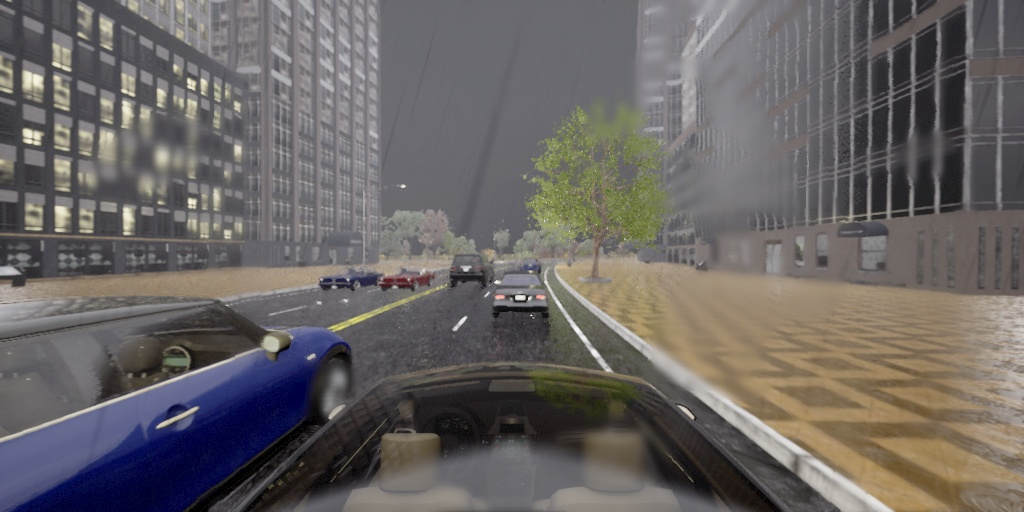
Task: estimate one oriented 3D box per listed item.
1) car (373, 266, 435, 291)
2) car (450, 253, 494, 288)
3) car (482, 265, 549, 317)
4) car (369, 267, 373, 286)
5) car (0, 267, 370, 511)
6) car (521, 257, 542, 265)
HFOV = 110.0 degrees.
[{"bbox_3d":[-5.961,1.290,20.806,1.895,1.301,4.718,0,0,3],"label":"car"},{"bbox_3d":[-2.461,0.861,22.898,2.150,2.045,5.566,0,0,3],"label":"car"},{"bbox_3d":[0.326,1.239,12.878,2.033,1.411,5.357,0,0,2],"label":"car"},{"bbox_3d":[-9.206,1.309,20.982,1.895,1.301,4.718,0,0,3],"label":"car"},{"bbox_3d":[-3.121,1.094,2.841,2.097,1.767,4.553,0,0,0],"label":"car"},{"bbox_3d":[2.037,0.924,37.809,2.097,1.767,4.553,0,0,6],"label":"car"}]
